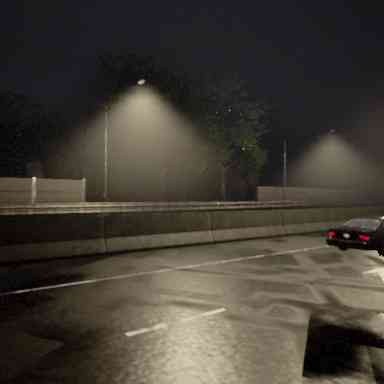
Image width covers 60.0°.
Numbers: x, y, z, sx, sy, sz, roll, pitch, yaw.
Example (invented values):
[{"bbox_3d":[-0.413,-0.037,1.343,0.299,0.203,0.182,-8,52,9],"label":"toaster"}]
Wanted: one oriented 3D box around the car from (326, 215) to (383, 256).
[{"bbox_3d":[7.726,1.682,13.689,5.357,1.411,2.033,1,0,-35],"label":"car"}]
